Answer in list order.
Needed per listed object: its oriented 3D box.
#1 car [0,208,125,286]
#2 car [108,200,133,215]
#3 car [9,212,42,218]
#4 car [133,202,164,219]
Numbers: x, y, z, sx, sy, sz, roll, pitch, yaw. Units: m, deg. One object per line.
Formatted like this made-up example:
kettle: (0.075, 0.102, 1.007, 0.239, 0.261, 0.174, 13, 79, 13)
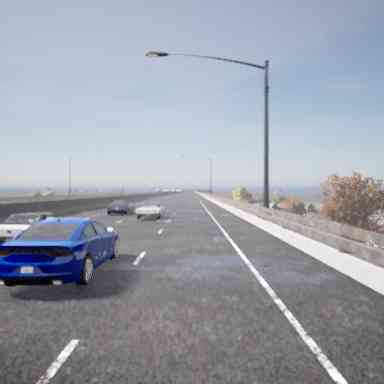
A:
car: (-3.398, 1.447, 9.327, 1.882, 1.535, 5.008, 0, 0, 0)
car: (-6.894, 1.453, 32.479, 1.994, 1.385, 4.181, 0, 0, 0)
car: (-6.897, 1.552, 14.862, 1.895, 1.301, 4.718, 0, 0, 0)
car: (-3.395, 1.506, 27.854, 1.895, 1.301, 4.718, 0, 0, 0)
